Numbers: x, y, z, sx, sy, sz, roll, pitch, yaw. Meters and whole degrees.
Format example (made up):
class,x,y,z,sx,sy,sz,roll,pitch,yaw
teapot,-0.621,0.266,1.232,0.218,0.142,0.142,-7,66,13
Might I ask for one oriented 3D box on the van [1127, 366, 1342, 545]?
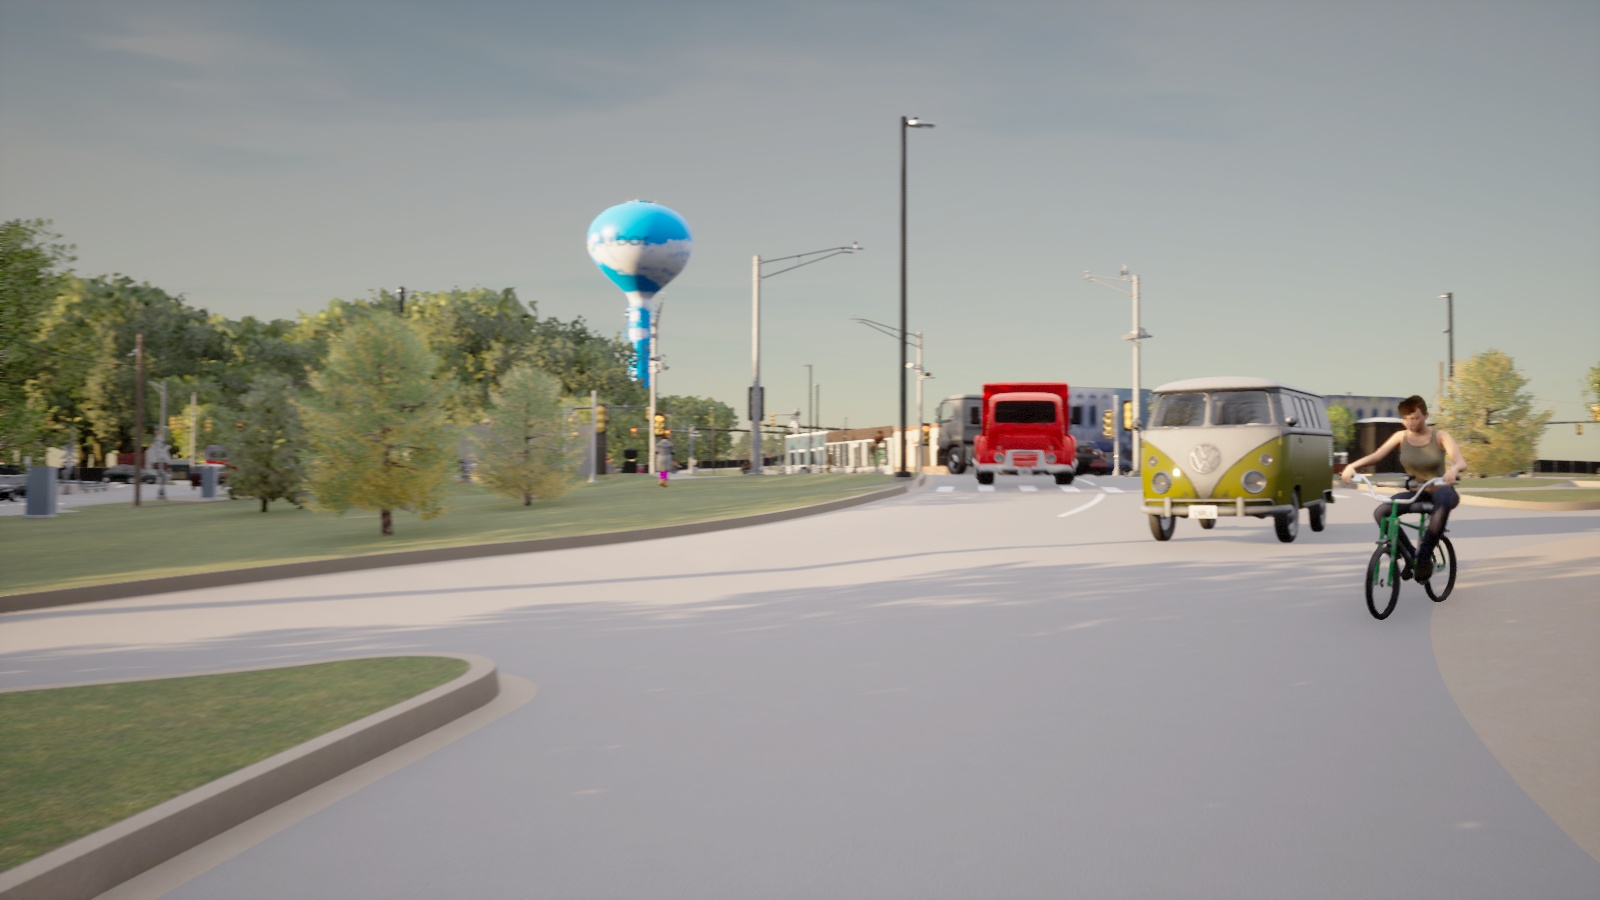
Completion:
class,x,y,z,sx,sy,sz,roll,pitch,yaw
van,5.769,0.071,16.298,1.775,1.987,4.442,-2,-1,30

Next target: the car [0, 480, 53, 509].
class,x,y,z,sx,sy,sz,roll,pitch,yaw
car,-43.922,2.489,70.186,2.163,1.488,4.792,0,-1,-11

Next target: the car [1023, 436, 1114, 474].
class,x,y,z,sx,sy,sz,roll,pitch,yaw
car,11.109,0.237,52.211,1.970,1.475,3.806,1,-2,-21

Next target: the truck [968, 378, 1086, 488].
class,x,y,z,sx,sy,sz,roll,pitch,yaw
truck,5.610,-0.483,31.086,2.627,2.467,5.204,0,2,10

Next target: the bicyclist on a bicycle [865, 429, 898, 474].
class,x,y,z,sx,sy,sz,roll,pitch,yaw
bicyclist on a bicycle,2.974,0.069,46.128,0.582,1.620,1.656,1,-1,-21

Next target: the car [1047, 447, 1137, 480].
class,x,y,z,sx,sy,sz,roll,pitch,yaw
car,16.610,0.785,71.526,4.553,1.767,2.097,1,-2,-15

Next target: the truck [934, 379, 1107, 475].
class,x,y,z,sx,sy,sz,roll,pitch,yaw
truck,8.579,-0.764,50.079,2.891,3.462,7.936,1,-1,-23

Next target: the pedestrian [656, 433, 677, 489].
class,x,y,z,sx,sy,sz,roll,pitch,yaw
pedestrian,-4.709,0.404,44.188,0.659,1.952,0.873,0,-2,-11

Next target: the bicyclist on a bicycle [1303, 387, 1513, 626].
class,x,y,z,sx,sy,sz,roll,pitch,yaw
bicyclist on a bicycle,4.608,0.364,9.482,1.509,1.612,0.866,-5,3,-40

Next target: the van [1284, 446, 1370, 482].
class,x,y,z,sx,sy,sz,roll,pitch,yaw
van,31.900,0.875,75.995,4.480,2.038,2.069,1,-2,-16
